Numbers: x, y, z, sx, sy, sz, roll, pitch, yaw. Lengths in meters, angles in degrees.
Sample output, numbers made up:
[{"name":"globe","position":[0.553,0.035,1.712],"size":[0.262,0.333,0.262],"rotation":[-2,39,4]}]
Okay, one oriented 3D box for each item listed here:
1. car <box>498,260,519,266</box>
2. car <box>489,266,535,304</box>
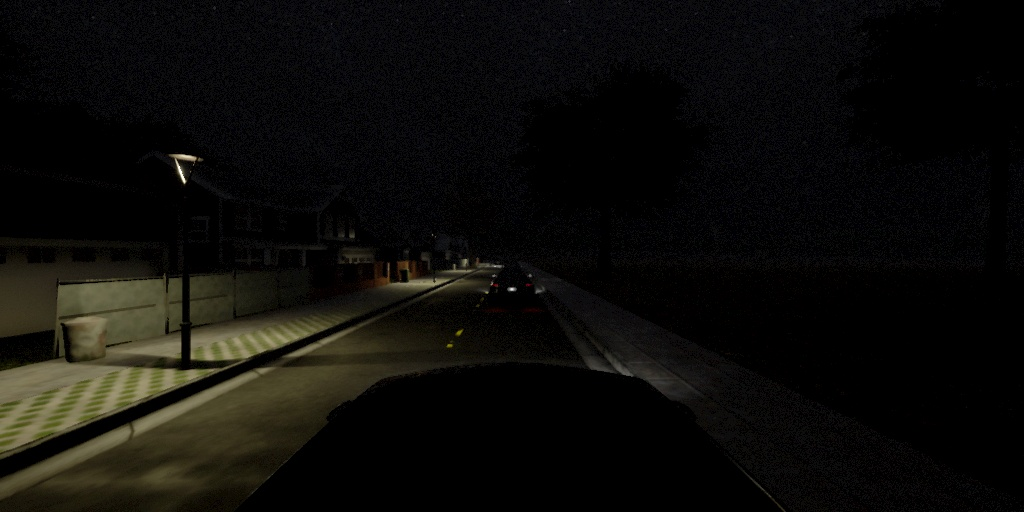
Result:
[{"name":"car","position":[0.000,1.321,31.510],"size":[1.994,1.385,4.181],"rotation":[0,0,0]},{"name":"car","position":[0.000,1.319,16.509],"size":[1.994,1.385,4.181],"rotation":[0,0,0]}]
